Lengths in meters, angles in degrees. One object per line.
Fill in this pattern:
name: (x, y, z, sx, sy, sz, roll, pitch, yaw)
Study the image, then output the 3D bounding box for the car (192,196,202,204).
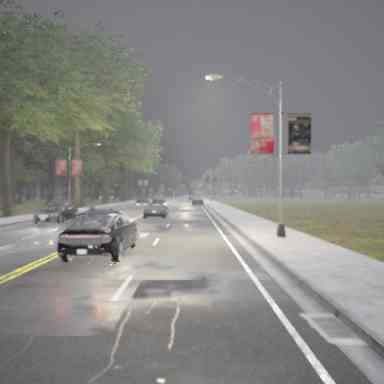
car: (0.960, 1.573, 65.005, 1.882, 1.535, 5.008, 0, 0, 0)

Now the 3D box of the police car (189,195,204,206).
police car: (0.962, 1.499, 55.115, 1.930, 1.638, 5.238, 0, 0, 0)

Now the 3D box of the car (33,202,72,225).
car: (-9.852, 1.513, 24.412, 2.128, 1.511, 4.902, 0, 0, 0)

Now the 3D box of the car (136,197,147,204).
car: (-9.770, 1.647, 65.865, 2.033, 1.411, 5.357, 0, 0, 0)

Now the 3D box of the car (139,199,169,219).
car: (-3.157, 1.592, 29.692, 1.994, 1.385, 4.181, 0, 0, 0)

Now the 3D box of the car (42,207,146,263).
car: (-3.153, 1.501, 11.944, 2.128, 1.511, 4.902, 0, 0, 0)

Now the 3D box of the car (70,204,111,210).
car: (-6.605, 1.621, 23.345, 1.895, 1.301, 4.718, 0, 0, 0)

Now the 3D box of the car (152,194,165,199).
car: (-6.524, 1.334, 64.668, 2.150, 2.045, 5.566, 0, 0, 0)
